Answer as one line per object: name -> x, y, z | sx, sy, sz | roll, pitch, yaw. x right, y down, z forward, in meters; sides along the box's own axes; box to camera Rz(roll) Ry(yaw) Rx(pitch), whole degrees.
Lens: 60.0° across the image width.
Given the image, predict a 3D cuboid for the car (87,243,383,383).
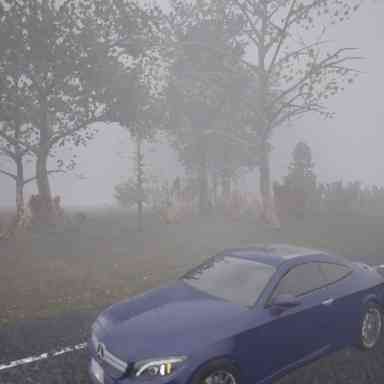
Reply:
car -> 0.960, 1.524, 4.660 | 4.674, 1.442, 1.812 | 0, 0, -35
